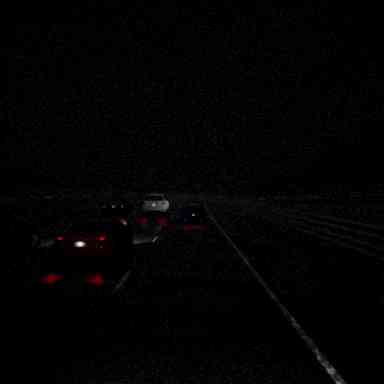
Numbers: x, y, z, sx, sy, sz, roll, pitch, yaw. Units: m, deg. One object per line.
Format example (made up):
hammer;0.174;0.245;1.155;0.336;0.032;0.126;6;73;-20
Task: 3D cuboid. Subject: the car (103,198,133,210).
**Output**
car;-6.900;1.325;31.331;2.097;1.767;4.553;0;0;0

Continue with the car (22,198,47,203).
car;-24.557;1.542;52.029;1.895;1.301;4.718;0;0;0

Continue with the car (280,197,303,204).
car;16.422;1.250;55.043;1.812;1.442;4.674;0;-1;-18

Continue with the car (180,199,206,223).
car;0.101;1.458;25.690;1.882;1.535;5.008;0;0;0

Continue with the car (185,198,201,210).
car;0.101;1.519;42.859;1.994;1.385;4.181;0;0;0

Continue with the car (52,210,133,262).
car;-3.400;1.557;12.107;1.994;1.385;4.181;0;0;0

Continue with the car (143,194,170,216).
car;-3.411;1.193;32.380;2.150;2.045;5.566;0;0;0

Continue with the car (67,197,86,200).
car;-17.564;1.504;52.333;1.994;1.385;4.181;0;0;0

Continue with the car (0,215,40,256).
car;-6.900;1.499;11.159;1.837;1.490;4.892;0;0;0

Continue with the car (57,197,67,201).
car;-21.042;1.536;56.162;1.895;1.301;4.718;0;0;1
